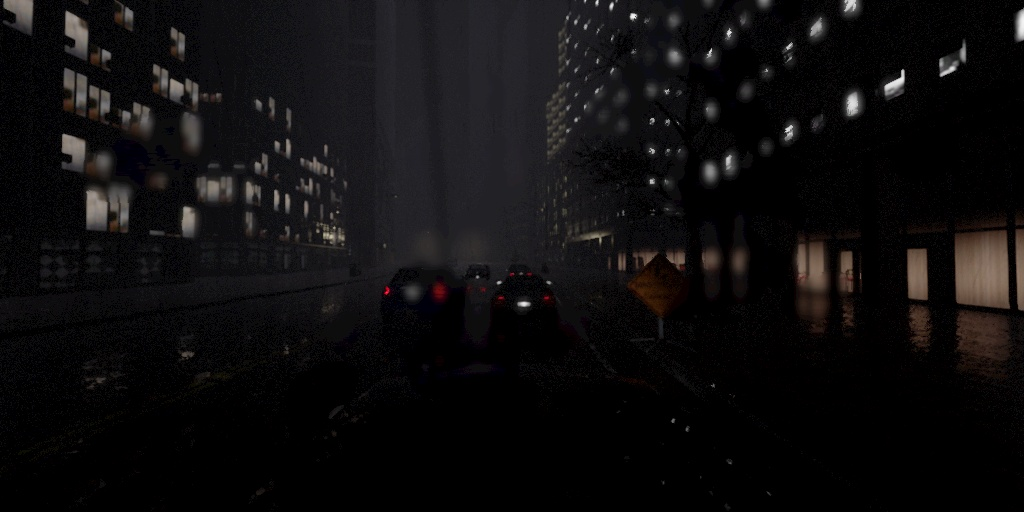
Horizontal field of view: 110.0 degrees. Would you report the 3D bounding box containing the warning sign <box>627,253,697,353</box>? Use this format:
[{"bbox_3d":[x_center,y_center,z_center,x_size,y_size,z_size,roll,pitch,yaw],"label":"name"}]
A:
[{"bbox_3d":[2.976,0.867,7.153,1.300,1.860,1.060,0,0,2],"label":"warning sign"}]

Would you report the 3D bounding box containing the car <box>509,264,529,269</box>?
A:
[{"bbox_3d":[0.530,1.317,26.927,2.033,1.411,5.357,0,0,-1],"label":"car"}]

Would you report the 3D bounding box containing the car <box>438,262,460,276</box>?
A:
[{"bbox_3d":[-6.651,1.365,38.186,1.895,1.301,4.718,0,0,-4],"label":"car"}]

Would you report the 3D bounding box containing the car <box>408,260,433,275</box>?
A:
[{"bbox_3d":[-10.034,1.261,39.686,1.837,1.490,4.892,0,0,-4],"label":"car"}]

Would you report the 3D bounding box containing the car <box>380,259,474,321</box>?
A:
[{"bbox_3d":[-2.831,1.106,12.628,2.097,1.767,4.553,0,0,2],"label":"car"}]

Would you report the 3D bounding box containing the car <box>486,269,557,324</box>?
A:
[{"bbox_3d":[0.404,1.319,12.051,1.994,1.385,4.181,0,0,2],"label":"car"}]

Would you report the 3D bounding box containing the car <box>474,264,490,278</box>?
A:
[{"bbox_3d":[-2.820,1.369,30.692,1.895,1.301,4.718,0,0,-2],"label":"car"}]
